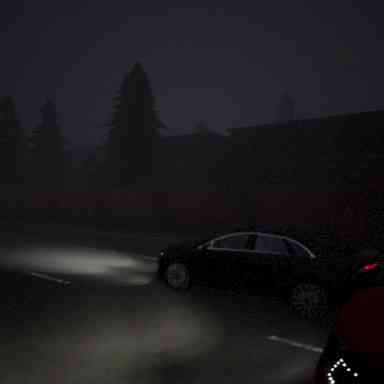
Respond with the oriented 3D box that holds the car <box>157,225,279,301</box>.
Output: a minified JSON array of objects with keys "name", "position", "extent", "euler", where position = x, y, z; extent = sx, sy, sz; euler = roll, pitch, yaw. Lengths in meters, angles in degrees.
[{"name":"car","position":[1.404,1.490,7.285],"extent":[4.902,1.511,2.128],"euler":[0,0,35]}]

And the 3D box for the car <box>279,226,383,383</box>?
[{"name":"car","position":[3.492,1.224,1.506],"extent":[5.566,2.045,2.150],"euler":[0,0,35]}]
